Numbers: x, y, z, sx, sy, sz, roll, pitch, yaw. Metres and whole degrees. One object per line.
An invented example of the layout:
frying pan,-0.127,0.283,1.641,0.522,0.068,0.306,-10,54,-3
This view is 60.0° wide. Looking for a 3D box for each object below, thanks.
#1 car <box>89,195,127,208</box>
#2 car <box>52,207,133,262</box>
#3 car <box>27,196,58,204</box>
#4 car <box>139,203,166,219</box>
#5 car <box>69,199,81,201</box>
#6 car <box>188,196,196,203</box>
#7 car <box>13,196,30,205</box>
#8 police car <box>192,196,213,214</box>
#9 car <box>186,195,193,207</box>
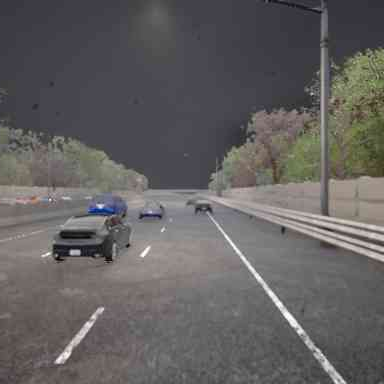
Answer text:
car,-6.907,1.256,27.792,2.150,2.045,5.566,0,0,0
car,-3.401,1.519,12.102,1.837,1.490,4.892,0,0,0
car,-21.079,1.633,47.959,2.033,1.411,5.357,0,0,0
car,-3.401,1.602,29.149,1.994,1.385,4.181,0,0,0
car,-17.572,1.691,49.642,1.895,1.301,4.718,0,0,0
car,-0.011,1.513,71.230,1.837,1.490,4.892,0,0,0
car,-24.565,1.442,49.561,2.097,1.767,4.553,0,0,0
police car,1.219,1.482,36.447,1.930,1.638,5.238,0,0,0
car,-0.009,1.611,55.103,1.837,1.490,4.892,0,0,0
